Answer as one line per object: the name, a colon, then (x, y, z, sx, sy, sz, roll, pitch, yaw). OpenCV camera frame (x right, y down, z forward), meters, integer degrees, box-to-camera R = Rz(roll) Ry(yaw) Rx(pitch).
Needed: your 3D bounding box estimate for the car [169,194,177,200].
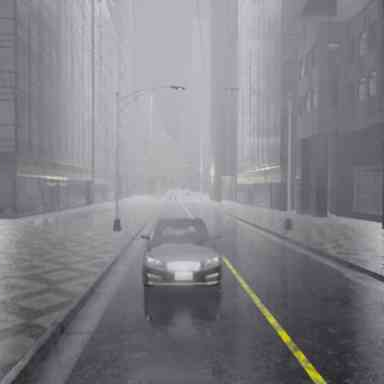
car: (-4.641, 1.195, 80.841, 2.128, 1.511, 4.902, 0, 0, -3)

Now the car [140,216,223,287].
car: (-0.319, 1.470, 9.333, 2.128, 1.511, 4.902, 0, 0, -3)
